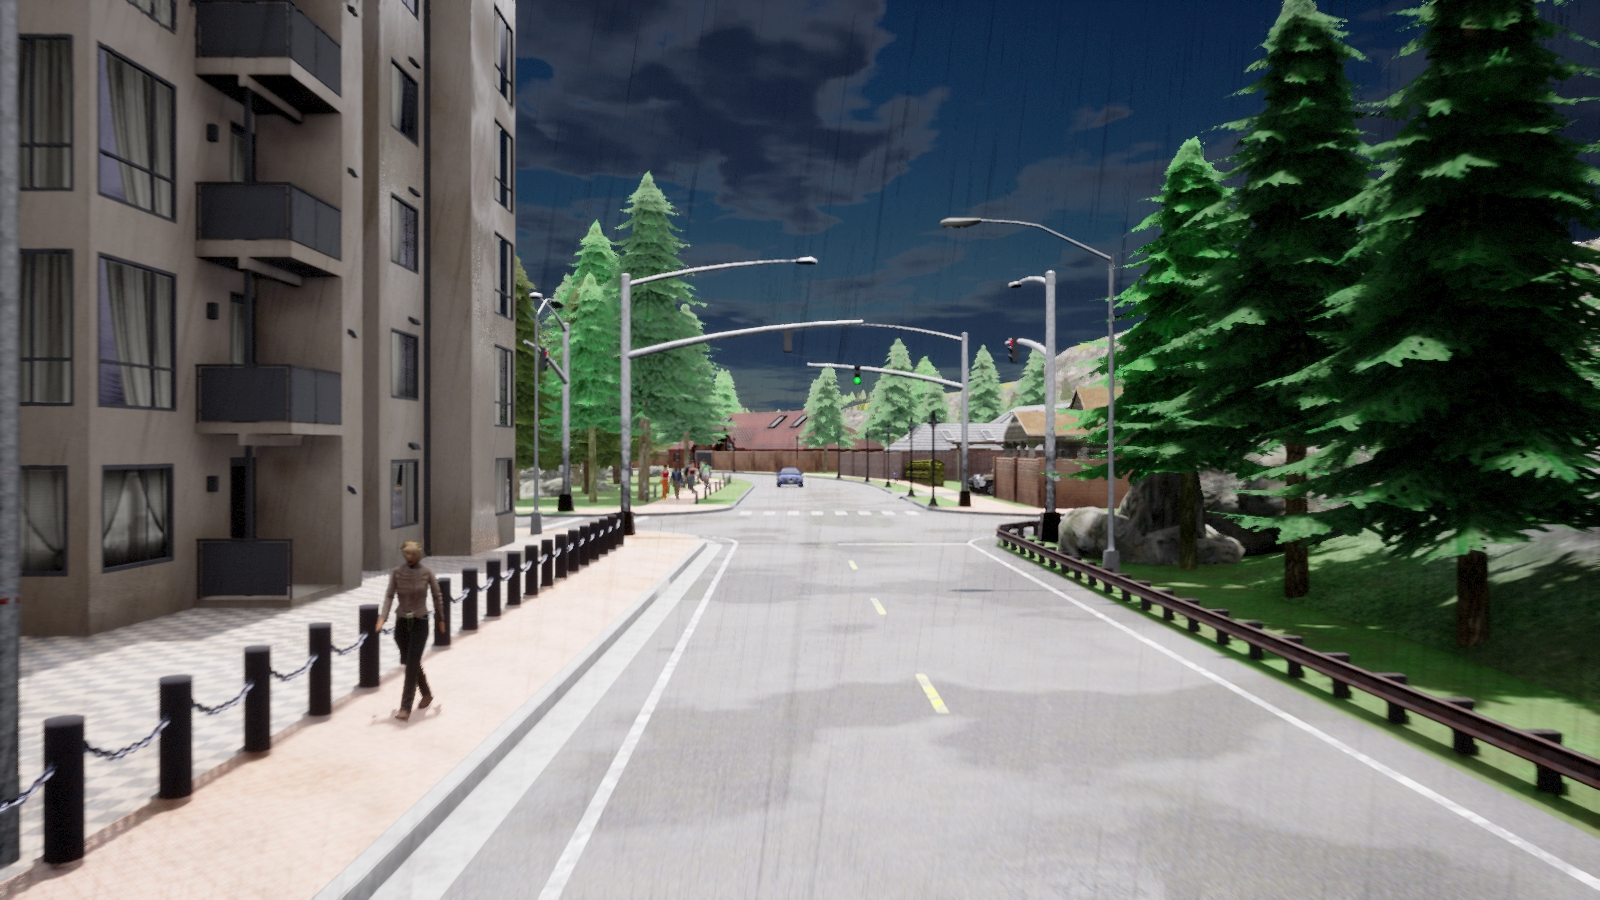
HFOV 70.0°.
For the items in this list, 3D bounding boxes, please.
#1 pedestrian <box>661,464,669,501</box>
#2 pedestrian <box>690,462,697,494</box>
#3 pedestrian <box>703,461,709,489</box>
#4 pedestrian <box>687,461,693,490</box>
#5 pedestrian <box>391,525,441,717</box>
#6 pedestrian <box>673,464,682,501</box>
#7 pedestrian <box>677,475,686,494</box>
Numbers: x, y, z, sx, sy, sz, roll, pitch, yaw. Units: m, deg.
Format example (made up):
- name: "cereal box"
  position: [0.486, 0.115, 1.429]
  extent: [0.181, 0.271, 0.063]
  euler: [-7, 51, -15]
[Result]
- name: "pedestrian"
  position: [-6.920, 1.644, 58.425]
  extent: [0.375, 1.860, 0.375]
  euler: [0, 0, -14]
- name: "pedestrian"
  position: [-6.275, 1.641, 67.089]
  extent: [0.375, 1.860, 0.375]
  euler: [0, 0, -1]
- name: "pedestrian"
  position: [-6.222, 1.638, 75.900]
  extent: [0.375, 1.860, 0.375]
  euler: [0, 0, 1]
- name: "pedestrian"
  position: [-7.034, 1.641, 73.188]
  extent: [0.375, 1.860, 0.375]
  euler: [0, 0, 2]
- name: "pedestrian"
  position: [-3.828, 1.688, 11.393]
  extent: [0.375, 1.860, 0.375]
  euler: [0, 0, -1]
- name: "pedestrian"
  position: [-6.227, 1.644, 57.929]
  extent: [0.375, 1.860, 0.375]
  euler: [0, 0, 5]
- name: "pedestrian"
  position: [-6.906, 2.024, 66.677]
  extent: [0.500, 1.100, 0.500]
  euler: [0, 0, -4]
